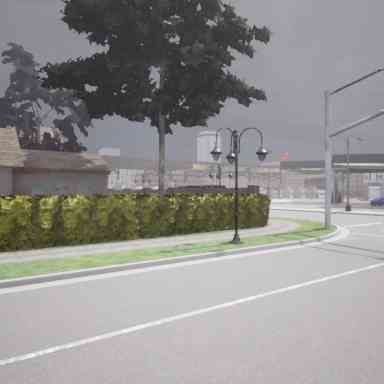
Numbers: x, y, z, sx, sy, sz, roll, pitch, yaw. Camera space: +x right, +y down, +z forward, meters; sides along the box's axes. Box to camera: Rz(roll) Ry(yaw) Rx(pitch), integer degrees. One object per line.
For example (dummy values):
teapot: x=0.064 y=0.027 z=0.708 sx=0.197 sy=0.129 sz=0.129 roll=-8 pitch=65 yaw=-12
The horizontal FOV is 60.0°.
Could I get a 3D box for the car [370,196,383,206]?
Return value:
car: x=28.512 y=1.295 z=48.482 sx=2.242 sy=1.667 sz=4.611 roll=0 pitch=0 yaw=-35
